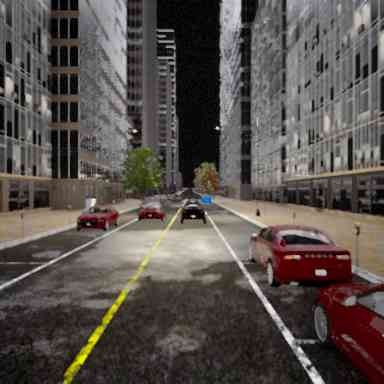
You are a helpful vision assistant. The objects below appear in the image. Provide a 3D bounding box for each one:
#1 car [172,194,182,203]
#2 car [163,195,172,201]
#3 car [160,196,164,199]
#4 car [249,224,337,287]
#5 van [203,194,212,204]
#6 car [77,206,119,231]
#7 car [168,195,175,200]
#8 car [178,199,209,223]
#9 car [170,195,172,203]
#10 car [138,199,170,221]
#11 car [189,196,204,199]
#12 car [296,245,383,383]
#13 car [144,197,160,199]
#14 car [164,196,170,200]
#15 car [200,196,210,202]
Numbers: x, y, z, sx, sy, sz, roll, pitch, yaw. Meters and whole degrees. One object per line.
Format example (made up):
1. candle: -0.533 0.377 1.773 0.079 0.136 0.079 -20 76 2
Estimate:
1. car: -3.023 1.291 66.927 2.097 1.767 4.553 0 0 0
2. car: -5.705 1.494 77.489 1.802 1.307 4.206 0 0 0
3. car: -5.700 1.405 49.027 1.967 1.590 4.097 0 0 0
4. car: 2.687 1.544 9.175 1.887 1.381 4.507 0 0 0
5. van: 2.678 1.291 60.409 1.690 1.788 3.998 0 0 0
6. car: -5.696 1.540 20.564 1.887 1.381 4.507 0 0 0
7. car: -5.708 1.446 94.567 1.802 1.307 4.206 0 0 0
8. car: 0.095 1.517 25.427 1.812 1.442 4.674 0 0 0
9. car: -5.703 1.490 66.104 2.008 1.369 4.403 0 0 0
10. car: -3.104 1.554 26.659 1.994 1.385 4.181 0 0 0
11. car: 0.092 1.520 42.900 2.033 1.411 5.357 0 0 0
12. car: 2.688 1.582 3.481 1.802 1.307 4.206 0 0 0
13. car: -5.699 1.413 43.335 1.967 1.590 4.097 0 0 0
14. car: -5.702 1.501 60.412 2.008 1.369 4.403 0 0 0
15. car: 2.677 1.477 71.795 2.008 1.369 4.403 0 0 0
